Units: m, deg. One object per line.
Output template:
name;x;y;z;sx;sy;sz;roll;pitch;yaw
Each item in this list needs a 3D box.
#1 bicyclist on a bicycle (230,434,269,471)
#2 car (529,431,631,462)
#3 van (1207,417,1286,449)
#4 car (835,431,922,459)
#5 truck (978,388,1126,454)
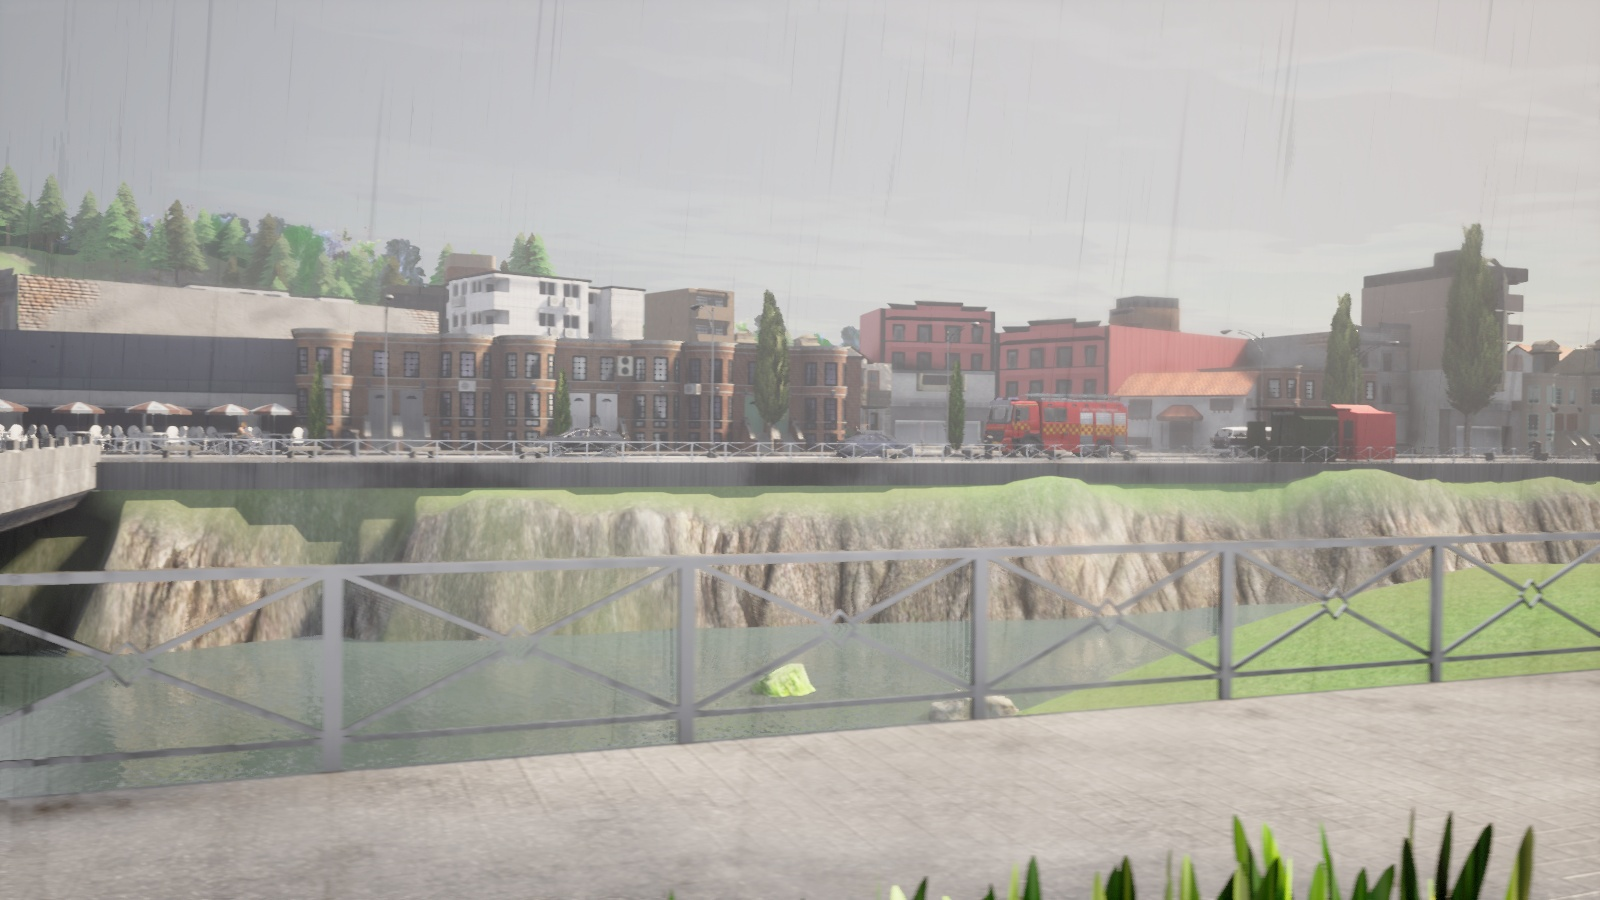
bicyclist on a bicycle;-24.603;0.087;56.135;1.509;1.612;0.866;-1;1;-20
car;-11.466;-0.186;65.400;4.902;1.511;2.128;-1;1;-21
van;28.647;-1.101;80.640;4.480;2.038;2.069;-1;1;-21
car;4.185;-0.275;67.070;4.181;1.385;1.994;-1;1;-21
truck;15.151;-1.759;75.501;8.468;3.827;2.891;-1;1;-21
